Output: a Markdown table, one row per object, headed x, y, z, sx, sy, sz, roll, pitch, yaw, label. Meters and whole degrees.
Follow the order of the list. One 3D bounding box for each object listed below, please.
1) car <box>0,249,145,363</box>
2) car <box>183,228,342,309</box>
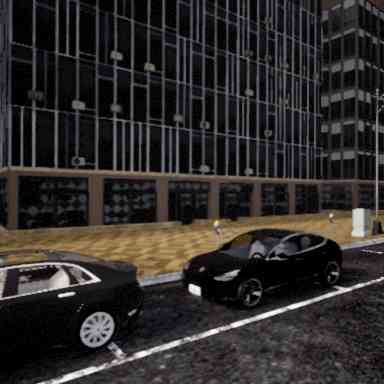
| x | y | z | sx | sy | sz | roll | pitch | yaw | label |
| --- | --- | --- | --- | --- | --- | --- | --- | --- | --- |
| -2.794 | 1.550 | 4.564 | 4.403 | 1.369 | 2.008 | 0 | 0 | -36 | car |
| 1.832 | 1.573 | 7.881 | 4.313 | 1.339 | 1.947 | 0 | 0 | -36 | car |
